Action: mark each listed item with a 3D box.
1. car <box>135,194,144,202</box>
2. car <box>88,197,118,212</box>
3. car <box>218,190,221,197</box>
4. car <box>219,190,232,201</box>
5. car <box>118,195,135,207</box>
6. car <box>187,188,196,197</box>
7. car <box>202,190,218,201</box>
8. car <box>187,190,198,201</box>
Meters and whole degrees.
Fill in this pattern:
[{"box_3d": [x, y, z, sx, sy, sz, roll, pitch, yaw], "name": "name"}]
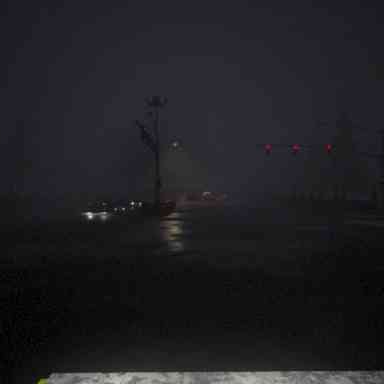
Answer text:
[{"box_3d": [-10.549, 1.187, 65.033, 1.812, 1.442, 4.674, 0, 3, 0], "name": "car"}, {"box_3d": [-10.556, 1.352, 39.048, 2.097, 1.767, 4.553, 0, 0, 0], "name": "car"}, {"box_3d": [6.927, 0.206, 77.999, 1.812, 1.442, 4.674, 0, 7, 0], "name": "car"}, {"box_3d": [7.071, 1.036, 67.806, 1.812, 1.442, 4.674, 0, 4, 0], "name": "car"}, {"box_3d": [-10.556, 1.547, 50.799, 2.033, 1.411, 5.357, 0, 0, 0], "name": "car"}, {"box_3d": [-0.074, 0.184, 78.152, 2.128, 1.511, 4.902, 0, 7, 0], "name": "car"}, {"box_3d": [3.569, 0.992, 67.949, 2.128, 1.511, 4.902, 0, 4, 0], "name": "car"}, {"box_3d": [0.070, 0.841, 68.102, 2.097, 1.767, 4.553, 0, 4, 0], "name": "car"}]
